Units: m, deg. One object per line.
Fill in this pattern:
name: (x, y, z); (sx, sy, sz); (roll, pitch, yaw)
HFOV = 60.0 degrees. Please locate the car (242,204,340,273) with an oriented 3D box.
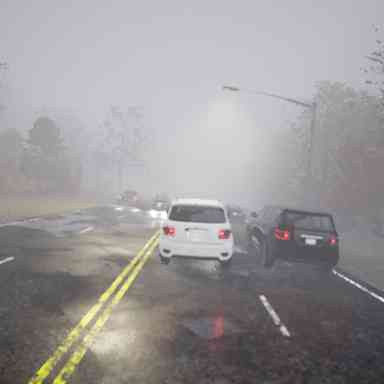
car: (3.478, 1.502, 12.362); (2.150, 2.045, 5.566); (7, 1, 1)

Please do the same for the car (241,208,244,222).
car: (3.494, 1.738, 29.083); (1.994, 1.385, 4.181); (7, 0, 0)

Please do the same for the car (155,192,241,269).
car: (0.175, 1.206, 11.722); (2.150, 2.045, 5.566); (3, 2, 1)

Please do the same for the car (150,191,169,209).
car: (-3.168, 1.033, 34.789); (2.128, 1.511, 4.902); (6, 0, 0)

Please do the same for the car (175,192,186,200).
car: (-2.675, 0.826, 75.527); (2.128, 1.511, 4.902); (6, 0, 1)

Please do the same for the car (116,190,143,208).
car: (-6.389, 0.575, 34.758); (2.097, 1.767, 4.553); (6, 0, 0)

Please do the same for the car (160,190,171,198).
car: (-5.910, 0.460, 75.154); (1.882, 1.535, 5.008); (6, 0, 1)

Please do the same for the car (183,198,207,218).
car: (0.228, 1.352, 30.024); (1.882, 1.535, 5.008); (3, -1, 0)
